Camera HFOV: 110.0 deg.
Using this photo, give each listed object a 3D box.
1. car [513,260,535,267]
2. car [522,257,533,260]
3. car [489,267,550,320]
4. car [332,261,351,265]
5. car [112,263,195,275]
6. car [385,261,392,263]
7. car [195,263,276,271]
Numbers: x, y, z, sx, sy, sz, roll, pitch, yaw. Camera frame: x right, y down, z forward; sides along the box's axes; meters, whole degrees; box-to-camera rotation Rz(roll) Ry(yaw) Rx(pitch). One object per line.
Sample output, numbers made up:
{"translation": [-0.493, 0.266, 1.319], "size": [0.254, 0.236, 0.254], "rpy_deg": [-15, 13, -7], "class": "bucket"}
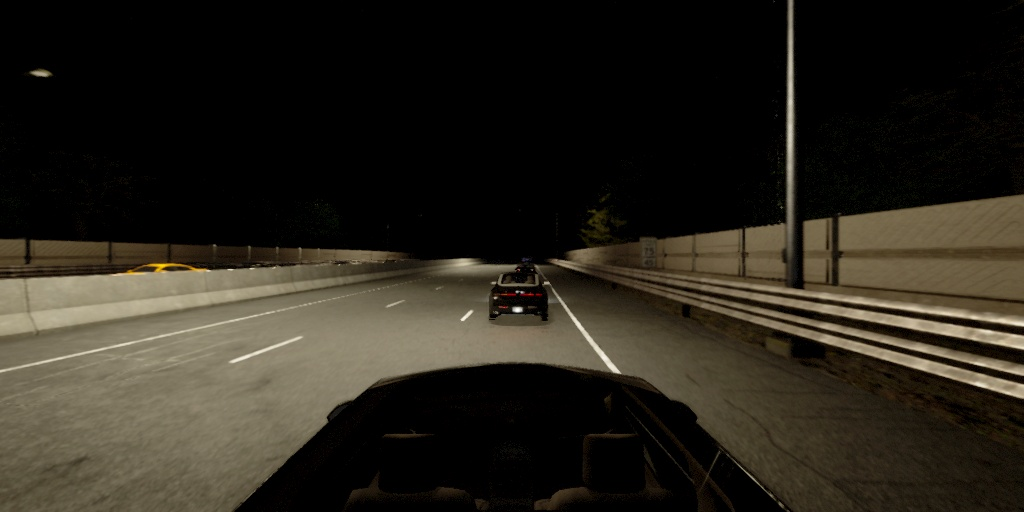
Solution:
{"translation": [1.370, 1.352, 36.054], "size": [1.895, 1.301, 4.718], "rpy_deg": [0, 0, 3], "class": "car"}
{"translation": [2.131, 1.234, 52.298], "size": [2.128, 1.511, 4.902], "rpy_deg": [0, 0, 3], "class": "car"}
{"translation": [0.274, 1.299, 12.633], "size": [1.837, 1.490, 4.892], "rpy_deg": [0, 0, 3], "class": "car"}
{"translation": [-19.495, 1.282, 41.098], "size": [1.994, 1.385, 4.181], "rpy_deg": [0, 0, 3], "class": "car"}
{"translation": [-20.466, 1.200, 20.762], "size": [1.882, 1.535, 5.008], "rpy_deg": [0, 0, 3], "class": "car"}
{"translation": [-15.707, 1.285, 46.649], "size": [1.994, 1.385, 4.181], "rpy_deg": [0, 0, 3], "class": "car"}
{"translation": [-16.867, 1.232, 22.774], "size": [1.837, 1.490, 4.892], "rpy_deg": [0, 0, 3], "class": "car"}
